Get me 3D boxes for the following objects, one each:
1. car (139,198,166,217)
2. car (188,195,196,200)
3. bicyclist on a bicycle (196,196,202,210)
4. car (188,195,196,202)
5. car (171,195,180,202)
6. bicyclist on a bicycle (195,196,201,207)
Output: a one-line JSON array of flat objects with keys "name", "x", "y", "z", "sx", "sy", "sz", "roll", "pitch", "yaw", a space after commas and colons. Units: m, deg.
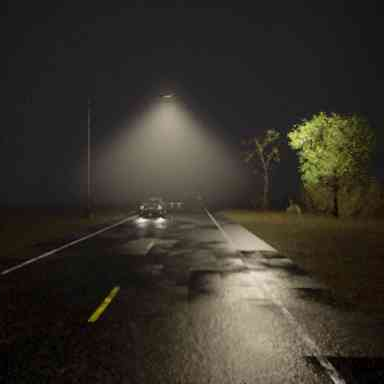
[{"name": "car", "x": -3.598, "y": 1.359, "z": 31.007, "sx": 2.097, "sy": 1.767, "sz": 4.553, "roll": 0, "pitch": 0, "yaw": 0}, {"name": "car", "x": -0.002, "y": 1.447, "z": 88.885, "sx": 1.895, "sy": 1.301, "sz": 4.718, "roll": 0, "pitch": 0, "yaw": 0}, {"name": "bicyclist on a bicycle", "x": 0.960, "y": 1.376, "z": 41.048, "sx": 0.659, "sy": 1.776, "sz": 1.843, "roll": 0, "pitch": 0, "yaw": 0}, {"name": "car", "x": -0.002, "y": 1.553, "z": 75.539, "sx": 1.994, "sy": 1.385, "sz": 4.181, "roll": 0, "pitch": 0, "yaw": 0}, {"name": "car", "x": -3.502, "y": 1.455, "z": 71.285, "sx": 1.812, "sy": 1.442, "sz": 4.674, "roll": 0, "pitch": 0, "yaw": 0}, {"name": "bicyclist on a bicycle", "x": 0.964, "y": 1.441, "z": 50.882, "sx": 0.866, "sy": 1.612, "sz": 1.509, "roll": 0, "pitch": 0, "yaw": 0}]
